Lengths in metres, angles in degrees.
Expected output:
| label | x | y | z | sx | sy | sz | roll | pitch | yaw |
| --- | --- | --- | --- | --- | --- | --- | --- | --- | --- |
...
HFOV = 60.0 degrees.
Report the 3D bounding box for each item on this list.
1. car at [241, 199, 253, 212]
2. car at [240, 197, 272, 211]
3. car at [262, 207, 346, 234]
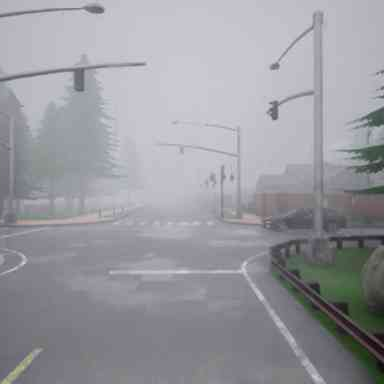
| label | x | y | z | sx | sy | sz | roll | pitch | yaw |
| --- | --- | --- | --- | --- | --- | --- | --- | --- | --- |
| car | 8.824 | 1.537 | 41.634 | 4.605 | 1.855 | 1.932 | 0 | -1 | -1 |
| car | 8.408 | 1.563 | 44.143 | 3.866 | 1.878 | 1.905 | 0 | -1 | -1 |
| car | 6.705 | 1.667 | 20.135 | 4.892 | 1.490 | 1.837 | -1 | -1 | 1 |
